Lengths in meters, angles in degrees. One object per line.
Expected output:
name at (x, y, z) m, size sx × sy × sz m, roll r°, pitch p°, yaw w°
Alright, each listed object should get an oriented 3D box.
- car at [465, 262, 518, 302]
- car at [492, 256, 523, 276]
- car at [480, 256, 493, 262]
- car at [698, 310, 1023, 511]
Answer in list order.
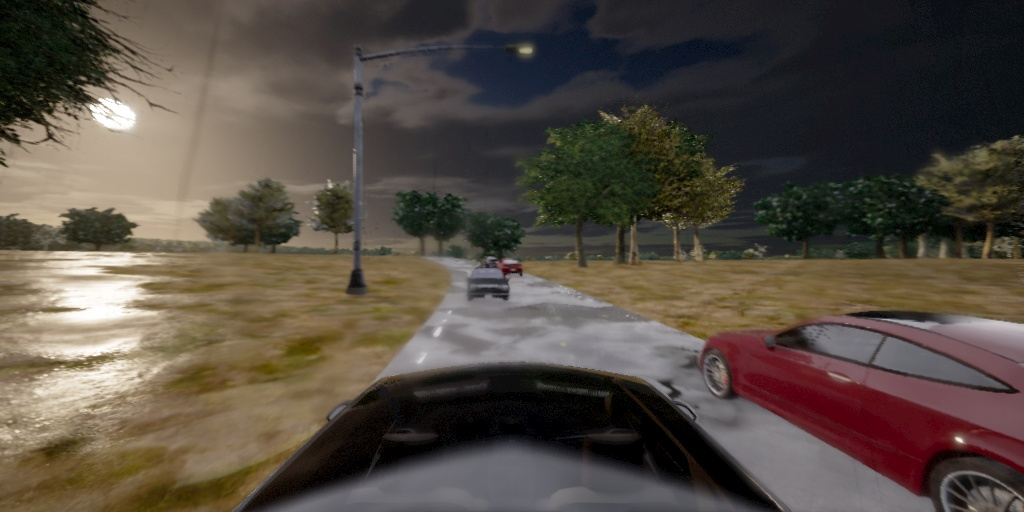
car at (-1.176, 1.212, 16.898) m, size 2.033 × 1.411 × 5.357 m, roll 1°, pitch 1°, yaw -6°
car at (-0.317, 0.933, 32.225) m, size 1.882 × 1.535 × 5.008 m, roll 1°, pitch 1°, yaw -10°
car at (-2.743, 0.717, 43.629) m, size 1.837 × 1.490 × 4.892 m, roll 1°, pitch 2°, yaw -15°
car at (3.806, 1.263, 3.538) m, size 1.812 × 1.442 × 4.674 m, roll 0°, pitch -1°, yaw -2°
